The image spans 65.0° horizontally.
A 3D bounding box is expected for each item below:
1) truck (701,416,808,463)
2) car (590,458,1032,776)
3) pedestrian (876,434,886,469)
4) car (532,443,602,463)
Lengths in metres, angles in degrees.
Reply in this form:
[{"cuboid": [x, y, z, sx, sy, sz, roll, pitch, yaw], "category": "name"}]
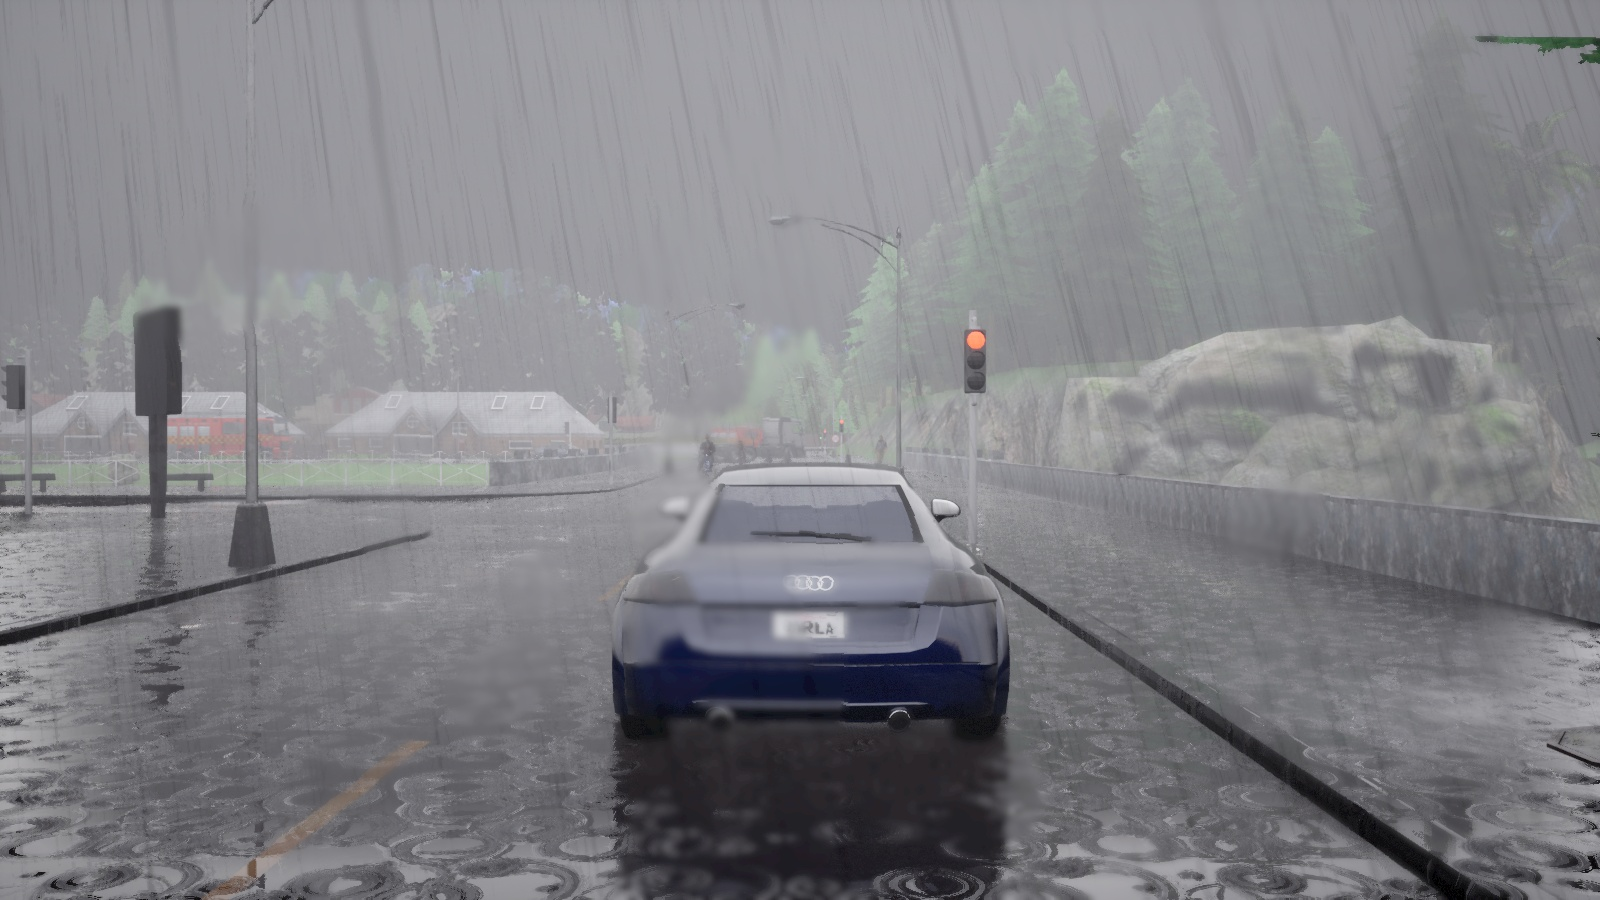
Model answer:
[{"cuboid": [-3.390, -0.774, 94.886, 7.936, 3.462, 2.891, 0, 1, -39], "category": "truck"}, {"cuboid": [0.066, 0.767, 7.763, 1.994, 1.385, 4.181, 0, 0, 1], "category": "car"}, {"cuboid": [4.338, 0.080, 67.262, 0.540, 1.848, 0.694, 0, 0, 1], "category": "pedestrian"}, {"cuboid": [-17.255, 0.207, 93.080, 4.792, 1.488, 2.163, 0, 0, 0], "category": "car"}]
